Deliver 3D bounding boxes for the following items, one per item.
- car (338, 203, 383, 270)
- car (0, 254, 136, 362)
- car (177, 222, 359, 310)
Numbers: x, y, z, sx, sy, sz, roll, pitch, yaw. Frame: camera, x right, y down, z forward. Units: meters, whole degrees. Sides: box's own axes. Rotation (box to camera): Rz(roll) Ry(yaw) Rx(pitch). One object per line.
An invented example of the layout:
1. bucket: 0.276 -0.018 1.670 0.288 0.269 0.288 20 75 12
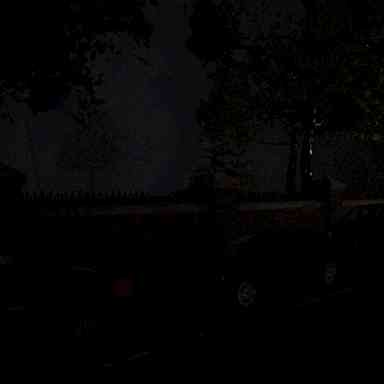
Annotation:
1. car: 6.325 1.316 11.102 5.009 1.841 2.192 0 0 -36
2. car: -2.830 1.582 4.542 4.206 1.307 1.802 0 0 -36
3. car: 1.747 1.545 7.822 4.507 1.381 1.887 0 0 -36
